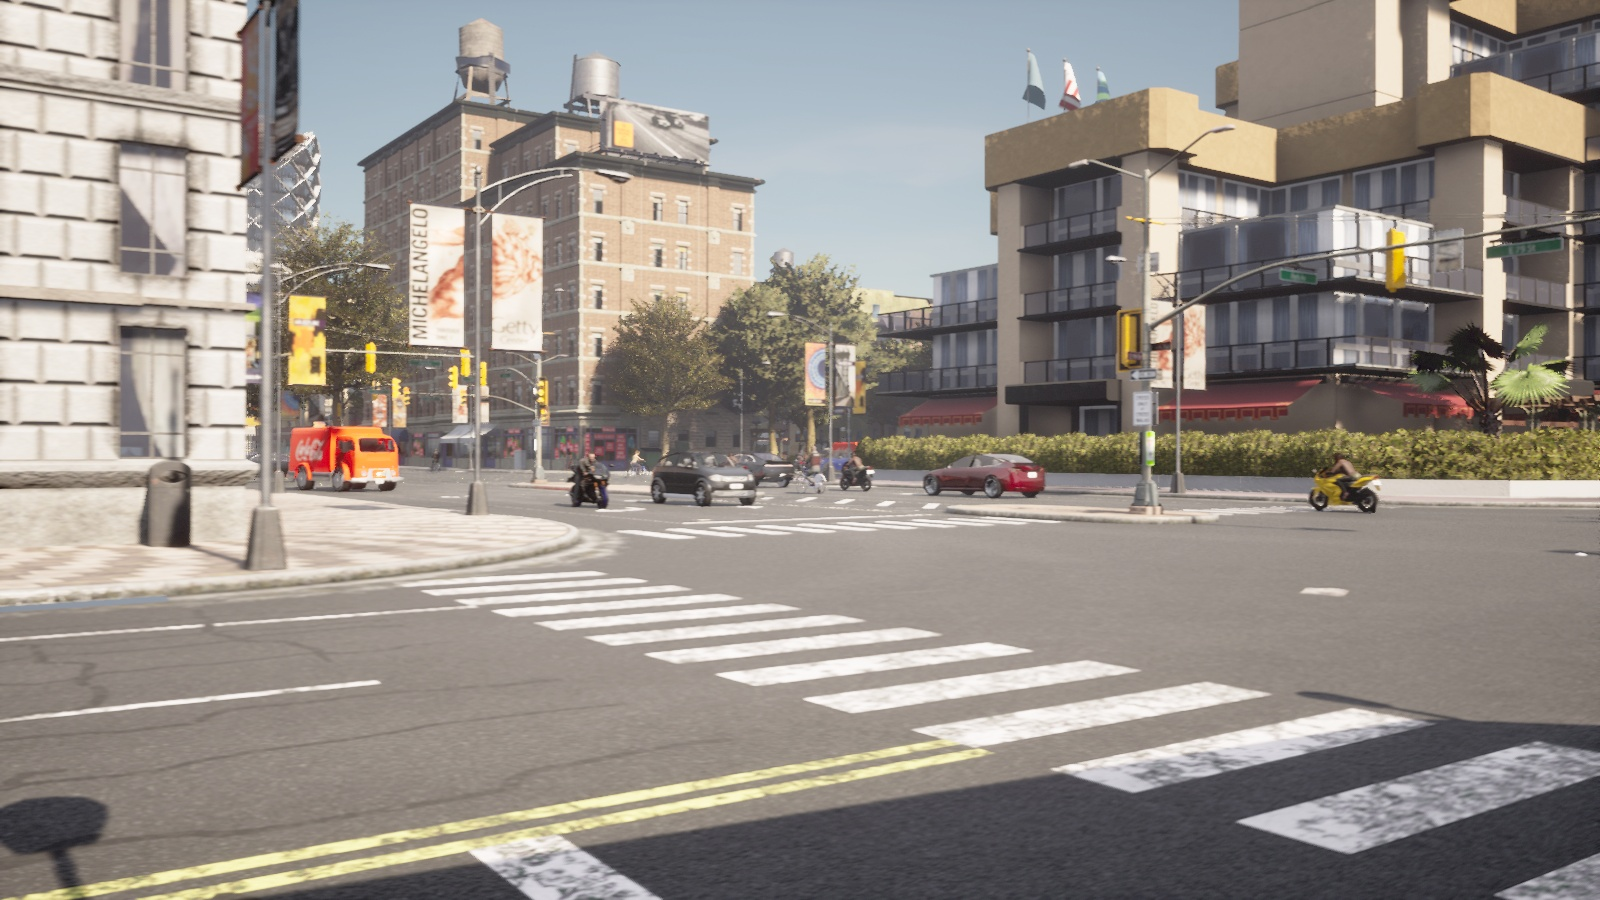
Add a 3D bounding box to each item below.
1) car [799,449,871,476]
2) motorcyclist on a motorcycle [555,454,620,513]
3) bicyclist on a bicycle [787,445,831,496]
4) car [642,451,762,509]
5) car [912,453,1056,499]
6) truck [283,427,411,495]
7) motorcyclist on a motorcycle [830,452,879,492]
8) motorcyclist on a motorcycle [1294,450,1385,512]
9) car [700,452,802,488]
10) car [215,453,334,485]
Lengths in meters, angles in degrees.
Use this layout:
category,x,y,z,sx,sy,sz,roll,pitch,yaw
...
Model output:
category,x,y,z,sx,sy,sz,roll,pitch,yaw
car,2.402,0.807,85.286,4.553,1.767,2.097,0,0,-36
motorcyclist on a motorcycle,-5.774,0.875,34.028,0.866,1.530,2.191,0,0,-35
bicyclist on a bicycle,0.312,0.726,45.329,0.659,1.776,1.843,0,0,-35
car,-2.855,0.818,35.963,1.789,1.549,3.705,0,0,-35
car,6.230,0.837,43.029,2.163,1.488,4.792,0,0,-35
truck,-17.459,0.413,48.283,5.204,2.467,2.627,0,0,44
motorcyclist on a motorcycle,2.105,0.842,48.852,0.797,1.523,2.044,0,0,-35
motorcyclist on a motorcycle,13.828,0.777,32.221,0.797,1.523,2.044,0,0,-32
car,-2.206,0.840,54.877,2.128,1.511,4.902,0,0,-35
car,-25.642,0.906,61.379,4.902,1.511,2.128,0,0,-43
